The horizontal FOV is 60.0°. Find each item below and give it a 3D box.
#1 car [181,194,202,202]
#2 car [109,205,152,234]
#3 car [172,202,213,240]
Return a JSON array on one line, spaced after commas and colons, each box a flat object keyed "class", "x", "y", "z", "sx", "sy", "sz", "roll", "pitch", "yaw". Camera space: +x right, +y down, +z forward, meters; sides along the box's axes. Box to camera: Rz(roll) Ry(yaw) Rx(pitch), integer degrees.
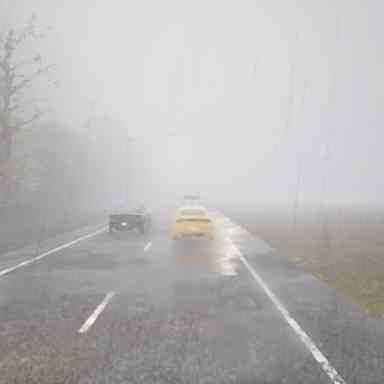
[{"class": "car", "x": -0.054, "y": 1.225, "z": 36.211, "sx": 2.150, "sy": 2.045, "sz": 5.566, "roll": 0, "pitch": 0, "yaw": 0}, {"class": "car", "x": -3.480, "y": 1.481, "z": 19.472, "sx": 1.882, "sy": 1.535, "sz": 5.008, "roll": 0, "pitch": 0, "yaw": 0}, {"class": "car", "x": 0.039, "y": 1.478, "z": 17.093, "sx": 1.882, "sy": 1.535, "sz": 5.008, "roll": 0, "pitch": 0, "yaw": 0}]
